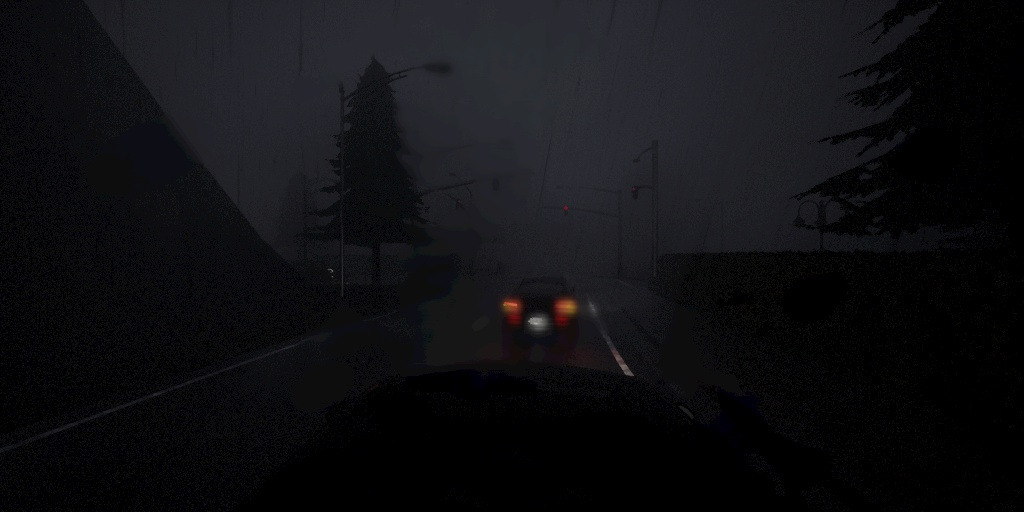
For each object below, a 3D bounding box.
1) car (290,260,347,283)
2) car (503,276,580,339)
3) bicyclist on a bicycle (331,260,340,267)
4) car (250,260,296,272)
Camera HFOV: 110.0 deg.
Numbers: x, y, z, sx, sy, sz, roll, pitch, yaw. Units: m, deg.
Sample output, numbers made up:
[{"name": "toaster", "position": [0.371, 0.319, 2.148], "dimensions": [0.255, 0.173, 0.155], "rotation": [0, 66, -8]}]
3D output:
[{"name": "car", "position": [-15.341, 1.102, 27.955], "dimensions": [4.553, 1.767, 2.097], "rotation": [0, 0, 9]}, {"name": "car", "position": [0.921, 1.276, 10.097], "dimensions": [1.812, 1.442, 4.674], "rotation": [0, 0, 9]}, {"name": "bicyclist on a bicycle", "position": [-17.361, 1.203, 35.377], "dimensions": [0.582, 1.620, 1.656], "rotation": [0, 0, 8]}, {"name": "car", "position": [-30.907, 1.297, 46.514], "dimensions": [2.033, 1.411, 5.357], "rotation": [0, 0, 6]}]
